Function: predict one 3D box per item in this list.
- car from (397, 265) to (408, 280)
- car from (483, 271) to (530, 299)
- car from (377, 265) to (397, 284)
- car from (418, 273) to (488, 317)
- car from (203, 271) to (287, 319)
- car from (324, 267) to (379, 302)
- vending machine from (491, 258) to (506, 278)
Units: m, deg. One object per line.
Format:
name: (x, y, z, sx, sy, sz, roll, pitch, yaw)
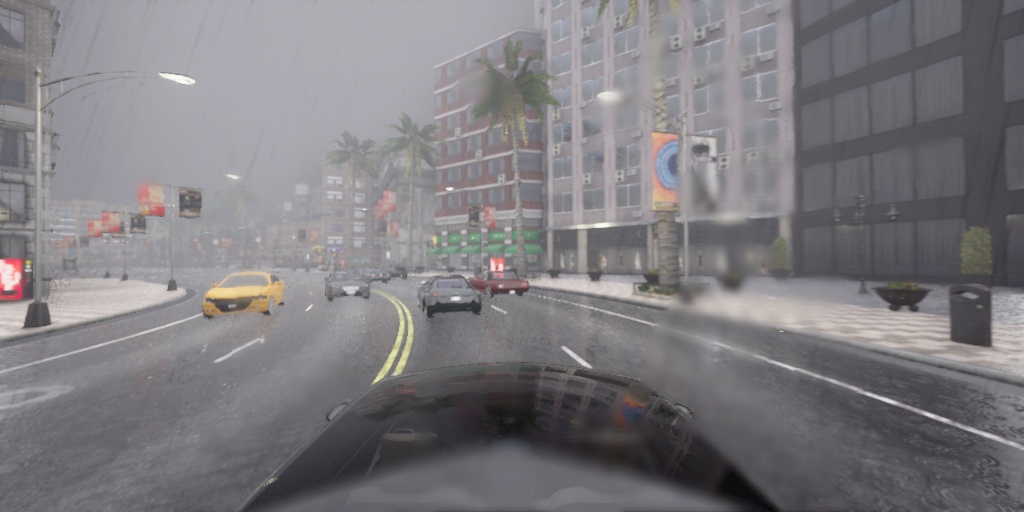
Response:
car: (-11.860, 1.568, 34.572, 4.892, 1.490, 1.837, -1, -1, 45)
car: (-0.901, 1.469, 19.327, 1.895, 1.301, 4.718, 0, 0, -24)
car: (-11.945, 1.582, 29.878, 2.033, 1.411, 5.357, 0, -1, -42)
car: (-2.517, 1.413, 13.869, 1.994, 1.385, 4.181, 0, 0, -19)
car: (-10.197, 1.397, 14.034, 1.882, 1.535, 5.008, 0, -1, -25)
car: (-8.538, 1.424, 18.519, 2.128, 1.511, 4.902, 0, 0, -29)
vending machine: (-1.376, 1.162, 34.255, 1.100, 2.100, 0.880, 0, 0, -38)
